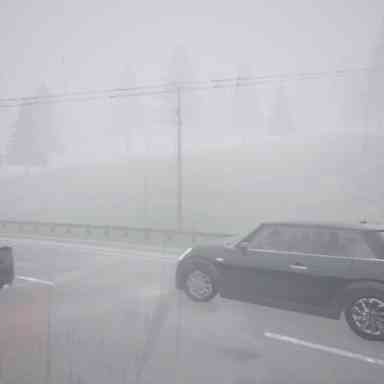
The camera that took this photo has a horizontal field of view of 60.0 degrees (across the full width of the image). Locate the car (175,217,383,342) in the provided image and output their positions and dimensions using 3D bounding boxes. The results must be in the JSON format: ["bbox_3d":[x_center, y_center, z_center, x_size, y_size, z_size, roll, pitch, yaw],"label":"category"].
[{"bbox_3d":[1.860,1.300,6.614,4.553,1.767,2.097,0,1,34],"label":"car"}]

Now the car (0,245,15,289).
[{"bbox_3d":[-6.088,1.434,7.308,5.008,1.535,1.882,0,0,28],"label":"car"}]
